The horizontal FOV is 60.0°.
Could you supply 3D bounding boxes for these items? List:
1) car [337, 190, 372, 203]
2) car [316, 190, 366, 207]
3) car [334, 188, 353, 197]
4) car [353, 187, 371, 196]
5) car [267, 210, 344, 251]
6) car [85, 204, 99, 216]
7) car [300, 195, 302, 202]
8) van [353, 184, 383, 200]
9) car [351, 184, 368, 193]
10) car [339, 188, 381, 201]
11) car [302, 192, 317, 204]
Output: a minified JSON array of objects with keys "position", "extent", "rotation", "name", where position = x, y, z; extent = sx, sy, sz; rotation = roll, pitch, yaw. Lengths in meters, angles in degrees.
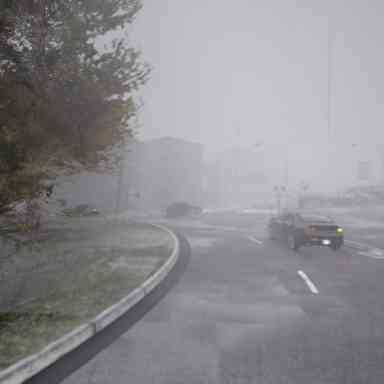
[{"position":[20.244,0.868,42.964],"extent":[4.674,1.452,2.002],"rotation":[-2,2,24],"name":"car"},{"position":[18.149,0.979,40.761],"extent":[4.892,1.521,2.231],"rotation":[-2,1,24],"name":"car"},{"position":[29.516,0.078,64.803],"extent":[1.895,1.301,4.718],"rotation":[-2,1,43],"name":"car"},{"position":[32.138,-0.081,62.849],"extent":[1.994,1.385,4.181],"rotation":[-2,1,43],"name":"car"},{"position":[4.698,1.566,14.448],"extent":[1.837,1.490,4.892],"rotation":[2,0,-4],"name":"car"},{"position":[-12.697,1.983,38.119],"extent":[4.181,1.385,1.994],"rotation":[-1,-3,24],"name":"car"},{"position":[19.174,0.717,53.685],"extent":[1.882,1.535,5.008],"rotation":[-2,1,43],"name":"car"},{"position":[24.516,0.297,47.338],"extent":[4.442,1.987,1.878],"rotation":[-2,1,24],"name":"van"},{"position":[36.359,-0.816,72.067],"extent":[2.097,1.767,4.553],"rotation":[-2,1,43],"name":"car"},{"position":[22.159,0.680,45.248],"extent":[5.366,1.575,1.946],"rotation":[-2,2,24],"name":"car"},{"position":[18.217,0.730,47.944],"extent":[2.097,1.767,4.553],"rotation":[-2,1,43],"name":"car"}]
